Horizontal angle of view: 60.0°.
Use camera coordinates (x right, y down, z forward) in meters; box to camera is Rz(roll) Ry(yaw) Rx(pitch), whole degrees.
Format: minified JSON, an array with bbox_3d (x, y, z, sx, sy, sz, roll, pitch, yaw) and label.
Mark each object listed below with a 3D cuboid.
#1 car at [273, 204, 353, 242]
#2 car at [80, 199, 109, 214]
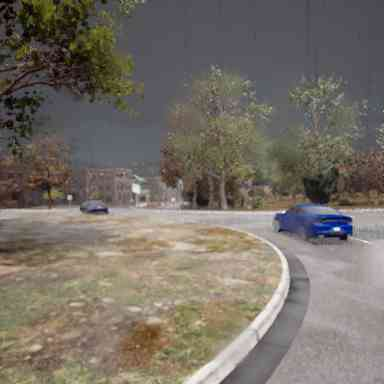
[{"bbox_3d":[5.461,1.319,15.697,1.882,1.535,5.008,0,0,-7],"label":"car"},{"bbox_3d":[-9.973,1.439,33.756,1.994,1.385,4.181,-1,1,-33],"label":"car"}]
